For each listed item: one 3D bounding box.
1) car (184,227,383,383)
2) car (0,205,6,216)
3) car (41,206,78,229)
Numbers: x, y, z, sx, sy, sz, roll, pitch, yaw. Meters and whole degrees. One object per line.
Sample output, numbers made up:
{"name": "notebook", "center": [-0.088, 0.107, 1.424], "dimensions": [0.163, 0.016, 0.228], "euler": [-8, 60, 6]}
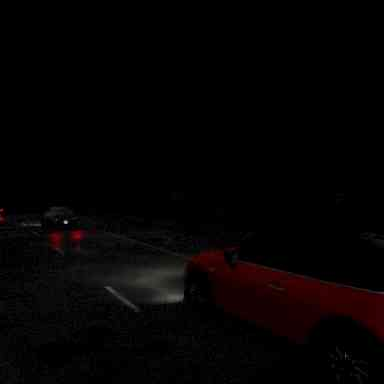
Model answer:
{"name": "car", "center": [1.702, 1.365, 5.485], "dimensions": [2.097, 1.767, 4.553], "euler": [0, 0, -32]}
{"name": "car", "center": [-22.169, 2.074, 37.465], "dimensions": [1.895, 1.301, 4.718], "euler": [0, -2, -32]}
{"name": "car", "center": [-9.356, 1.728, 23.386], "dimensions": [1.812, 1.442, 4.674], "euler": [0, 0, -32]}
